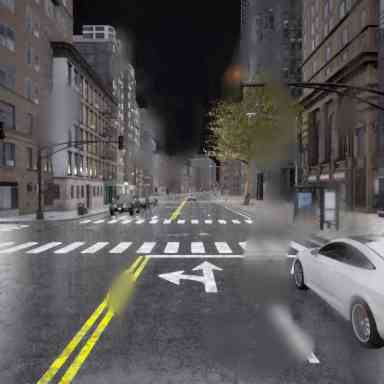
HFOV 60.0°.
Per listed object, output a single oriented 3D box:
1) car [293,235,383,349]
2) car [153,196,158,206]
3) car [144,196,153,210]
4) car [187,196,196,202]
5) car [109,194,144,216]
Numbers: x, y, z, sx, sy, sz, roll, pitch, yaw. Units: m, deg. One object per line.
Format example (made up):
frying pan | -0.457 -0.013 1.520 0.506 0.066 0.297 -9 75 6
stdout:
car | 3.346 1.524 6.128 1.812 1.442 4.674 0 0 0
car | -6.624 1.420 53.670 2.128 1.511 4.902 0 0 0
car | -6.626 1.436 43.352 1.882 1.535 5.008 0 0 0
car | -0.042 1.436 73.490 1.895 1.301 4.718 0 0 0
car | -6.592 1.197 33.241 2.150 2.045 5.566 0 0 1
